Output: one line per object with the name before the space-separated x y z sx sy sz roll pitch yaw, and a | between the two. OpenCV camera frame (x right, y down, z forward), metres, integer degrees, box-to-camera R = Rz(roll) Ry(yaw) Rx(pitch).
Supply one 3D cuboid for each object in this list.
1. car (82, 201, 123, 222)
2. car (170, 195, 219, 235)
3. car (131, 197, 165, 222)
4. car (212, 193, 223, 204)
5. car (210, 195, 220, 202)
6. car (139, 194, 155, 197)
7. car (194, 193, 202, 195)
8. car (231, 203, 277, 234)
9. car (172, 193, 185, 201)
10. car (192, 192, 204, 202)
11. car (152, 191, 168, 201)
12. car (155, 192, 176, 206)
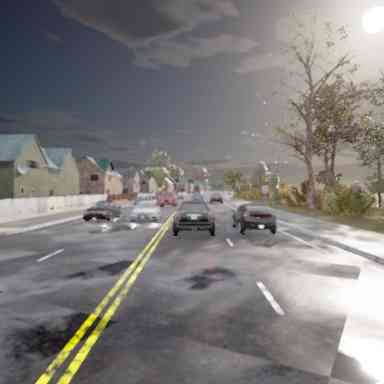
car | -6.568 1.403 25.063 2.033 1.411 5.357 0 0 0
car | 0.103 1.248 18.102 2.097 1.767 4.553 0 0 0
car | -3.311 1.383 24.746 1.812 1.442 4.674 0 0 0
car | 4.044 1.014 55.042 2.097 1.767 4.553 0 0 3
car | 4.410 1.199 64.750 1.895 1.301 4.718 0 0 3
car | -6.252 1.238 43.036 2.128 1.511 4.902 0 0 2
car | 0.790 1.212 55.074 2.033 1.411 5.357 0 0 3
car | 3.353 1.399 18.456 1.837 1.490 4.892 0 0 0
car | -2.378 0.850 58.790 1.994 1.385 4.181 0 0 3
car | 1.161 0.954 64.848 2.097 1.767 4.553 0 0 3
car | -5.625 0.655 58.961 2.097 1.767 4.553 0 0 3
car | -3.014 0.967 42.770 2.150 2.045 5.566 0 1 2
